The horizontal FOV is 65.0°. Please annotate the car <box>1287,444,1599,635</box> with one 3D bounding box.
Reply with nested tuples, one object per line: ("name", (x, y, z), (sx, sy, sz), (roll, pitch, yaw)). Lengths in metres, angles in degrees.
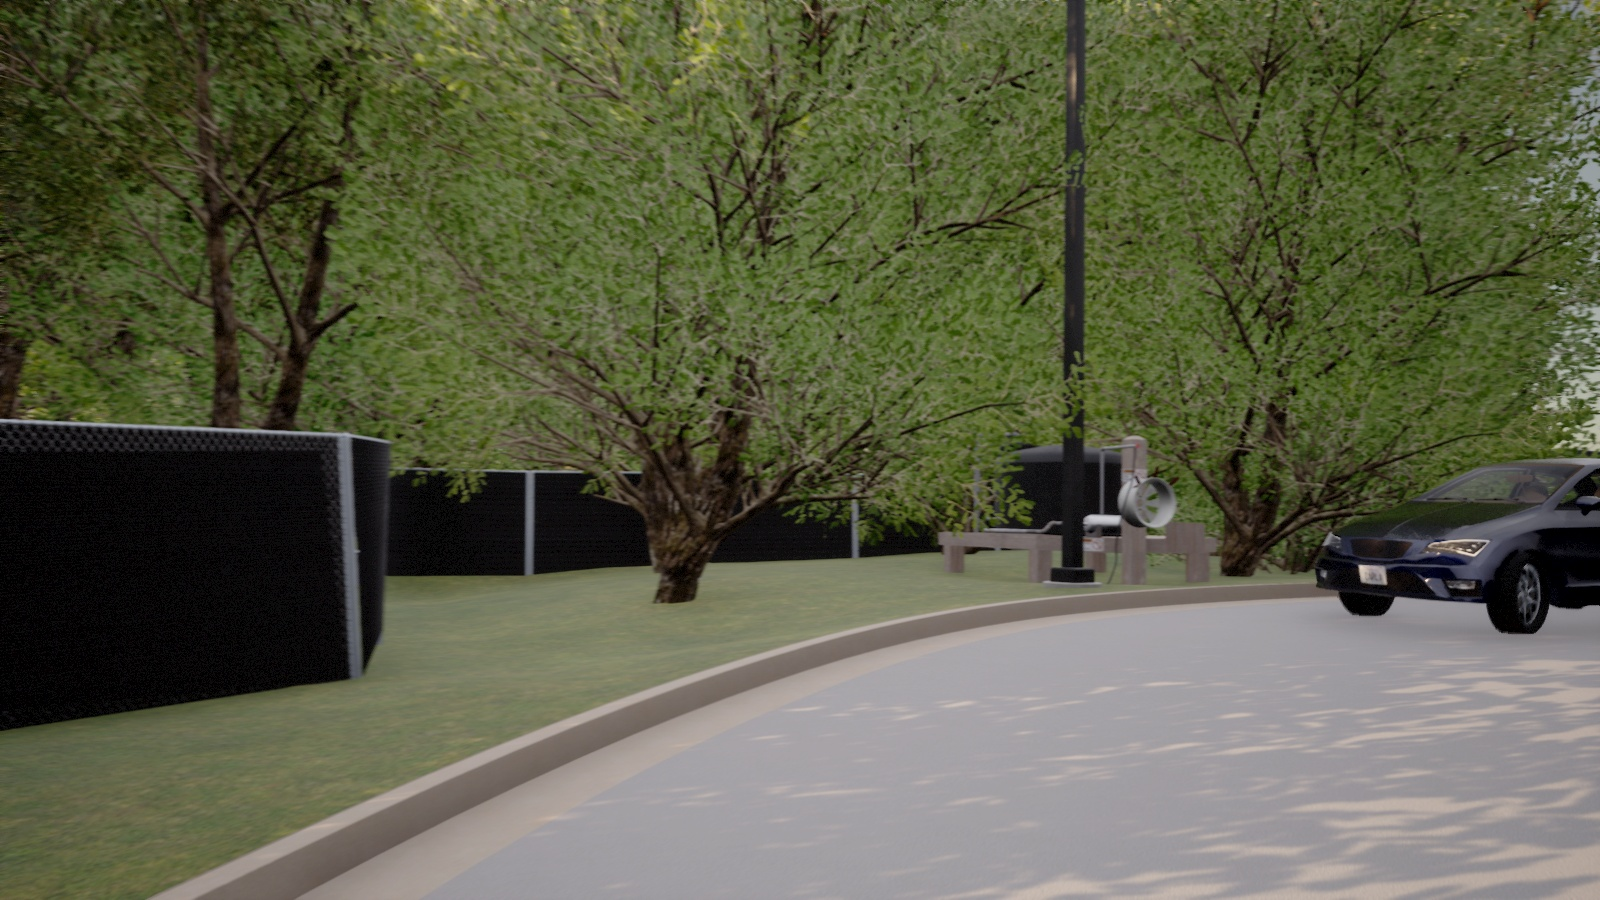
("car", (6.696, 0.759, 11.384), (4.193, 1.474, 1.816), (1, -2, -24))
